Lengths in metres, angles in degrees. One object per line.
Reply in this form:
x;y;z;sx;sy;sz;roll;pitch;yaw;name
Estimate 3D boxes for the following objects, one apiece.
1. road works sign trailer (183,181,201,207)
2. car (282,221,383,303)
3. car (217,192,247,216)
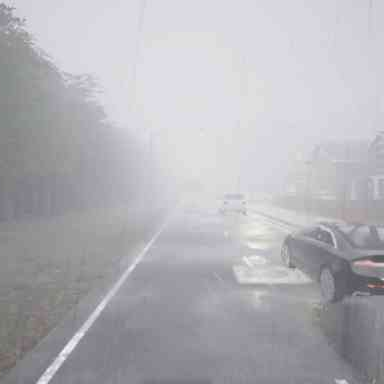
0.012;0.195;46.278;2.380;3.560;2.880;0;0;0;road works sign trailer
3.603;1.449;8.044;2.128;1.511;4.902;0;0;0;car
3.604;1.050;30.488;2.150;2.045;5.566;0;0;0;car
